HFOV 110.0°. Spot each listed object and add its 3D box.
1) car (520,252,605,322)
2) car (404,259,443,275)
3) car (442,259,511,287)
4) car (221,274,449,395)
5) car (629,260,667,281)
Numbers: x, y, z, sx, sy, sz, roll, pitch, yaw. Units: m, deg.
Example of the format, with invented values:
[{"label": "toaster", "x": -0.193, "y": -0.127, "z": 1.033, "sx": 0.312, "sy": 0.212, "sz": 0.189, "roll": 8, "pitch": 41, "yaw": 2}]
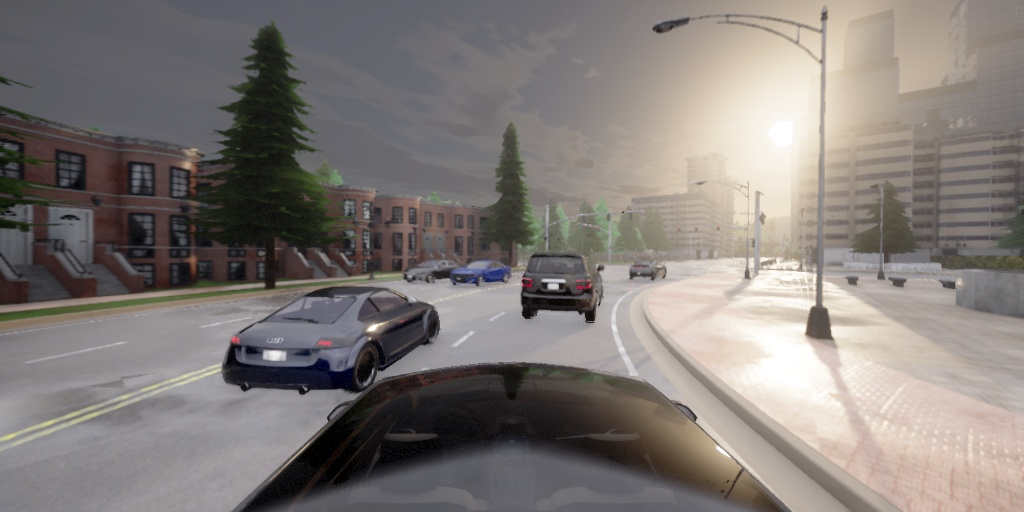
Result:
[{"label": "car", "x": 1.867, "y": 0.879, "z": 12.211, "sx": 2.150, "sy": 2.045, "sz": 5.566, "roll": 1, "pitch": 1, "yaw": 16}, {"label": "car", "x": -5.009, "y": 0.964, "z": 23.563, "sx": 2.128, "sy": 1.511, "sz": 4.902, "roll": 1, "pitch": 1, "yaw": 26}, {"label": "car", "x": -1.831, "y": 0.994, "z": 22.120, "sx": 1.882, "sy": 1.535, "sz": 5.008, "roll": 1, "pitch": 0, "yaw": 27}, {"label": "car", "x": -2.823, "y": 1.235, "z": 6.624, "sx": 1.994, "sy": 1.385, "sz": 4.181, "roll": 1, "pitch": 1, "yaw": 7}, {"label": "car", "x": 10.634, "y": 1.061, "z": 27.905, "sx": 2.128, "sy": 1.511, "sz": 4.902, "roll": 1, "pitch": 1, "yaw": 36}]
